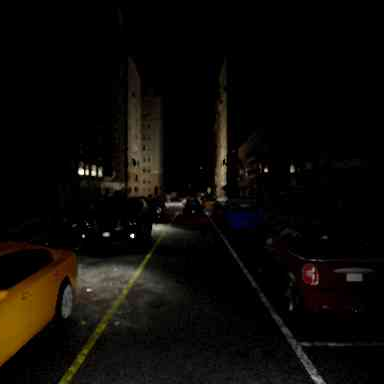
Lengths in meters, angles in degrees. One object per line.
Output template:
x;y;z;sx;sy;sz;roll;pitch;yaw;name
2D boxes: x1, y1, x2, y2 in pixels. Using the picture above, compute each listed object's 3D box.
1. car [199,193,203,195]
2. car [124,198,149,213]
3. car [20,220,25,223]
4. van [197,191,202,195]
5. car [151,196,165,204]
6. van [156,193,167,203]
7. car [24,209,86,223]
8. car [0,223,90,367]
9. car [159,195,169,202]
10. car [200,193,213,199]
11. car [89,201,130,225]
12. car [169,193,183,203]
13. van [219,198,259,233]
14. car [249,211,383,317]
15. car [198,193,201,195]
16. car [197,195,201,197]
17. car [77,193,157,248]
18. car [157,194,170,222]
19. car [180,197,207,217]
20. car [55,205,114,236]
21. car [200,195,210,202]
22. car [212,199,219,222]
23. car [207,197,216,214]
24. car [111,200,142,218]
2.673;1.374;58.425;1.947;1.339;4.313;0;0;0;car
-5.854;1.432;35.739;1.887;1.381;4.507;0;0;0;car
-5.857;1.544;7.399;1.947;1.339;4.313;0;0;0;car
2.675;1.083;75.433;1.690;1.788;3.998;0;0;0;van
-5.852;1.359;58.412;2.008;1.369;4.403;0;0;0;car
-5.852;1.130;64.080;1.690;1.788;3.998;0;0;0;van
-5.857;1.543;13.067;1.802;1.307;4.206;0;0;0;car
-3.098;1.465;4.328;1.882;1.535;5.008;0;0;0;car
-5.851;1.292;69.580;1.752;1.417;4.829;0;0;0;car
2.354;1.321;42.248;1.801;1.575;5.366;0;0;0;car
-5.855;1.451;24.233;1.752;1.417;4.829;0;0;0;car
-3.015;1.397;61.947;1.895;1.301;4.718;0;0;1;car
2.669;1.284;18.739;1.690;1.788;3.998;0;0;0;van
2.668;1.418;7.401;1.967;1.590;4.097;0;0;0;car
2.674;1.339;64.094;2.008;1.369;4.403;0;0;0;car
0.073;1.421;44.616;1.994;1.385;4.181;0;0;0;car
-3.091;1.177;14.843;2.150;2.045;5.566;0;0;0;car
-3.049;1.274;25.068;2.097;1.767;4.553;0;0;0;car
0.094;1.432;30.033;1.812;1.442;4.674;0;0;0;car
-5.856;1.509;18.735;1.947;1.339;4.313;0;0;0;car
2.675;1.348;69.764;1.802;1.307;4.206;0;0;0;car
2.670;1.449;24.579;1.752;1.417;4.829;0;0;0;car
2.671;1.457;30.079;2.008;1.369;4.403;0;0;0;car
-5.855;1.472;30.072;1.947;1.339;4.313;0;0;0;car
